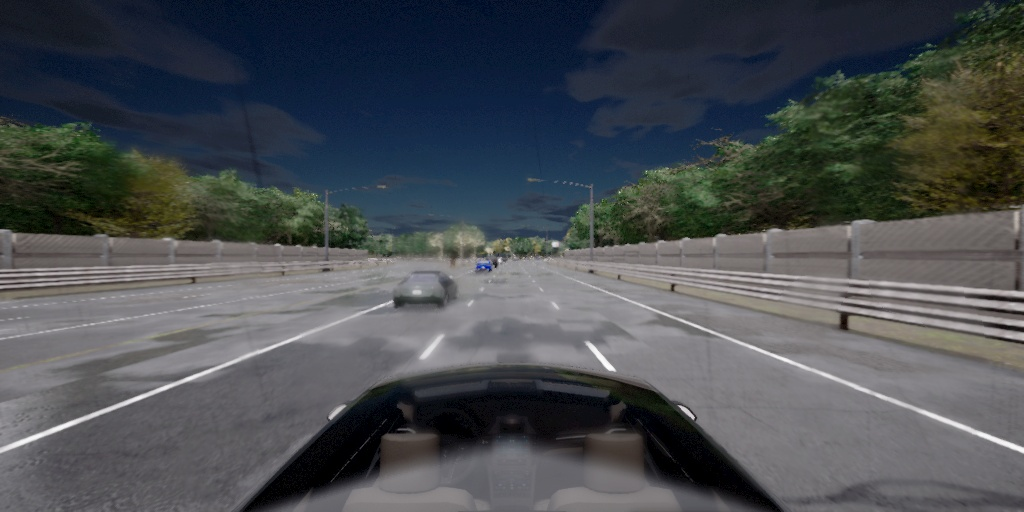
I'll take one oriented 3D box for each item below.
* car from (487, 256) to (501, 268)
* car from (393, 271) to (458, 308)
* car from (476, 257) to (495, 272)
[{"bbox_3d":[-3.507,0.976,62.016,2.150,2.045,5.566,0,0,0],"label":"car"},{"bbox_3d":[-3.502,1.308,15.234,1.994,1.385,4.181,0,0,0],"label":"car"},{"bbox_3d":[-3.503,1.230,45.839,1.882,1.535,5.008,0,0,0],"label":"car"}]
